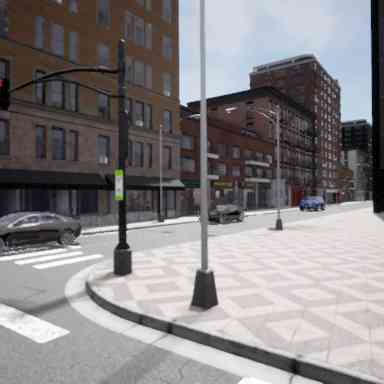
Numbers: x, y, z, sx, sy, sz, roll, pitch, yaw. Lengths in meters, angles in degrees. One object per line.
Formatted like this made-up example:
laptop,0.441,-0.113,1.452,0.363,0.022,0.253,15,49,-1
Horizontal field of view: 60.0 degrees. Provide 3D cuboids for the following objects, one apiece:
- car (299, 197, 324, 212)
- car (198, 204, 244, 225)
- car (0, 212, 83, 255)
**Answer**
car,16.862,1.657,46.603,2.150,2.045,5.566,-1,-1,36
car,2.419,1.712,26.684,1.882,1.535,5.008,-1,-1,36
car,-6.920,1.590,13.709,2.128,1.511,4.902,-1,-1,36
